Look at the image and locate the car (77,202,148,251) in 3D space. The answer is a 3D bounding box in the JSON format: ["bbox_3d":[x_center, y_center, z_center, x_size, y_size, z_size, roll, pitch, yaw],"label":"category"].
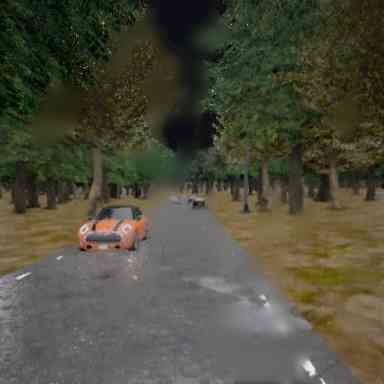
[{"bbox_3d":[-3.104,1.341,13.870,2.097,1.767,4.553,0,0,0],"label":"car"}]

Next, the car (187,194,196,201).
[{"bbox_3d":[-0.020,1.324,81.700,2.128,1.511,4.902,0,0,0],"label":"car"}]

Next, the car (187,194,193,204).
[{"bbox_3d":[0.100,1.533,65.253,1.812,1.442,4.674,0,0,0],"label":"car"}]

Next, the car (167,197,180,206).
[{"bbox_3d":[-3.084,1.545,54.624,1.812,1.442,4.674,0,0,0],"label":"car"}]

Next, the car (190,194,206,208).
[{"bbox_3d":[1.032,1.499,47.315,1.882,1.535,5.008,0,0,0],"label":"car"}]
